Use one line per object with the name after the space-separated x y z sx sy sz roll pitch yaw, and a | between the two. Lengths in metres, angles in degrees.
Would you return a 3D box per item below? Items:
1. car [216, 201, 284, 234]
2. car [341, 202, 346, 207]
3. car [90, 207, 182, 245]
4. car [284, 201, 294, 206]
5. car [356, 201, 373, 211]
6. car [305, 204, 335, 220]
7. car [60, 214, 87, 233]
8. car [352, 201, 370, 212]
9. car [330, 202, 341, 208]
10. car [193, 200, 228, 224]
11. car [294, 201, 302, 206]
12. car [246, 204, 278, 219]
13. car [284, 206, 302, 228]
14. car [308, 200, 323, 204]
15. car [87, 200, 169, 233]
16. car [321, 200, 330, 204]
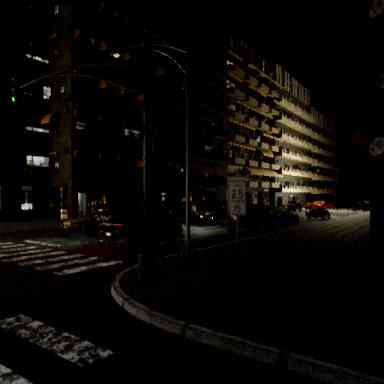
3.987 1.709 22.030 2.192 1.841 5.009 -1 -2 35 | car
39.234 3.277 87.135 1.947 1.339 4.313 -1 -2 35 | car
-2.445 1.752 17.248 2.128 1.511 4.902 0 -1 35 | car
13.211 2.442 49.835 1.752 1.417 4.829 -1 -2 35 | car
33.150 2.619 63.834 2.192 1.841 5.009 -1 -2 35 | car
13.709 2.282 35.957 1.802 1.307 4.206 -1 -2 35 | car
-6.231 1.829 21.965 1.752 1.417 4.829 -1 -2 35 | car
29.909 2.520 59.188 2.192 1.841 5.009 -1 -2 35 | car
32.752 3.062 77.844 1.887 1.381 4.507 -1 -2 35 | car
2.342 1.725 29.707 2.150 2.045 5.566 0 -1 34 | car
16.548 2.336 54.625 2.192 1.841 5.009 -1 -2 35 | car
8.068 2.188 37.889 1.837 1.490 4.892 0 -1 35 | car
7.228 2.041 26.669 1.887 1.381 4.507 -1 -2 35 | car
23.031 2.766 63.910 1.887 1.381 4.507 -1 -2 35 | car
-3.566 1.537 21.237 2.150 2.045 5.566 0 -1 35 | car
26.269 2.636 68.559 2.192 1.841 5.009 -1 -2 35 | car
